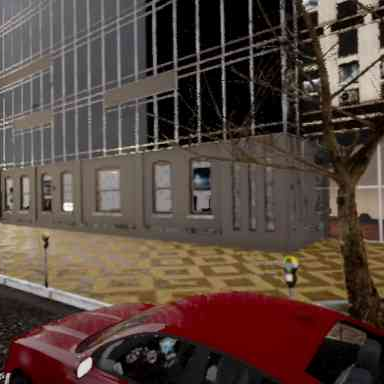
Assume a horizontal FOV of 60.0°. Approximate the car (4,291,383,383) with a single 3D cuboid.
[{"bbox_3d":[0.185,1.560,2.753,4.507,1.381,1.887,-1,-1,35],"label":"car"}]
